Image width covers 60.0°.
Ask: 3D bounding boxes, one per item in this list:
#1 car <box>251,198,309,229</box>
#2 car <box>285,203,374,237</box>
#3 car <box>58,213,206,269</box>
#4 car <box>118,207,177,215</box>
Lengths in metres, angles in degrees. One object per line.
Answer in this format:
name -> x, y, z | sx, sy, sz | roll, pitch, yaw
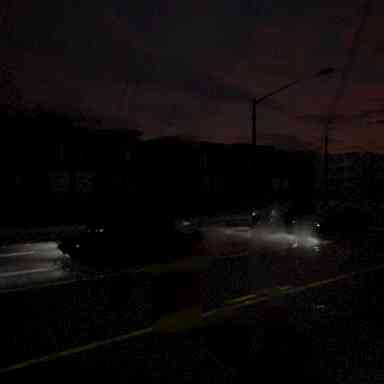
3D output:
car -> 5.898, 1.295, 21.039 | 4.553, 1.767, 2.097 | 0, 0, -35
car -> 7.765, 1.491, 18.072 | 5.357, 1.411, 2.033 | 0, 0, -35
car -> -1.900, 1.585, 11.208 | 4.718, 1.301, 1.895 | 0, 0, -35
car -> -2.365, 1.483, 15.170 | 4.892, 1.490, 1.837 | 0, 0, -35
